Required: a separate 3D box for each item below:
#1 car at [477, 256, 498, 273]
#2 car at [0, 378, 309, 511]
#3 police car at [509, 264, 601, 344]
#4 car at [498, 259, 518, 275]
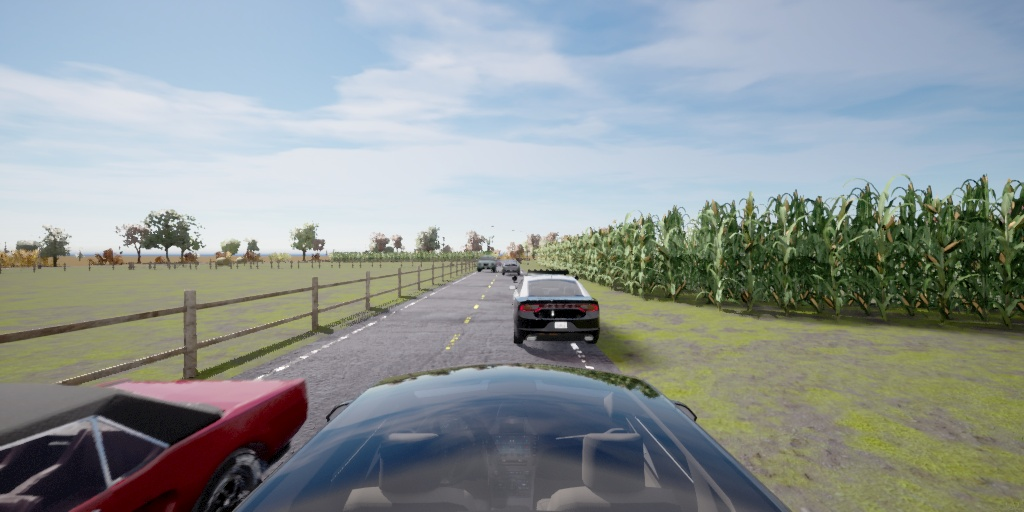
[{"bbox_3d":[-3.050,0.972,44.069,2.150,2.045,5.566,0,0,0],"label":"car"},{"bbox_3d":[-2.804,1.351,1.089,1.895,1.301,4.718,0,0,0],"label":"car"},{"bbox_3d":[0.959,1.175,9.732,1.930,1.638,5.238,0,0,0],"label":"police car"},{"bbox_3d":[-0.090,1.241,38.319,2.128,1.511,4.902,0,0,0],"label":"car"}]
